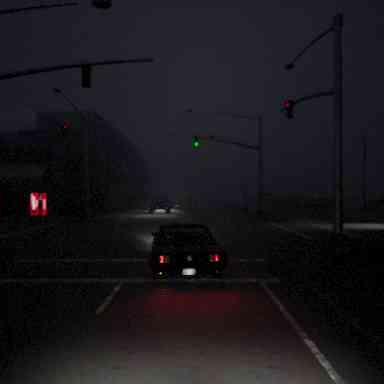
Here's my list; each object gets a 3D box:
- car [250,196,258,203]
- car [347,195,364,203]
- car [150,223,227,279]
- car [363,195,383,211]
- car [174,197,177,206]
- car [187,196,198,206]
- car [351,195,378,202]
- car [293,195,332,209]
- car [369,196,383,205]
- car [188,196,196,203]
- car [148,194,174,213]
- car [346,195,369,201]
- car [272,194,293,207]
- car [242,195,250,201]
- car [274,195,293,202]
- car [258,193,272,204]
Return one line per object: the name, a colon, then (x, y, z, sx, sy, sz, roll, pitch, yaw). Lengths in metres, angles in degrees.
car: (13.739, 1.197, 61.679, 4.605, 1.855, 1.932, 0, 0, 0)
car: (32.287, 1.424, 65.295, 3.633, 1.501, 1.845, 0, 0, 0)
car: (-0.308, 1.609, 10.159, 1.895, 1.301, 4.718, 0, 0, -6)
car: (21.532, 1.362, 35.901, 4.514, 1.523, 2.007, 0, 0, 0)
car: (-3.592, 1.666, 48.177, 1.895, 1.301, 4.718, 0, 0, 0)
car: (0.088, 1.570, 58.203, 2.128, 1.511, 4.902, 0, 0, 0)
car: (39.958, 1.451, 77.143, 5.027, 1.636, 2.152, 0, 0, 0)
car: (14.481, 1.301, 39.562, 3.806, 1.475, 1.970, 0, 0, 0)
car: (32.248, 1.389, 55.302, 4.514, 1.523, 2.007, 0, 0, 0)
car: (-0.014, 1.601, 73.927, 1.837, 1.490, 4.892, 0, 0, 0)
car: (-3.603, 1.273, 37.943, 2.150, 2.045, 5.566, 0, 0, 0)
car: (39.904, 1.464, 80.280, 4.514, 1.523, 2.007, 0, 0, 0)
car: (14.156, 1.232, 45.979, 5.027, 1.636, 2.152, 0, 0, 0)
car: (13.870, 1.498, 80.262, 3.633, 1.501, 1.845, 0, 0, 0)
car: (21.292, 1.505, 77.284, 3.806, 1.475, 1.970, 0, 0, 0)
car: (14.152, 1.172, 58.773, 3.866, 1.878, 1.905, 0, 0, 0)
